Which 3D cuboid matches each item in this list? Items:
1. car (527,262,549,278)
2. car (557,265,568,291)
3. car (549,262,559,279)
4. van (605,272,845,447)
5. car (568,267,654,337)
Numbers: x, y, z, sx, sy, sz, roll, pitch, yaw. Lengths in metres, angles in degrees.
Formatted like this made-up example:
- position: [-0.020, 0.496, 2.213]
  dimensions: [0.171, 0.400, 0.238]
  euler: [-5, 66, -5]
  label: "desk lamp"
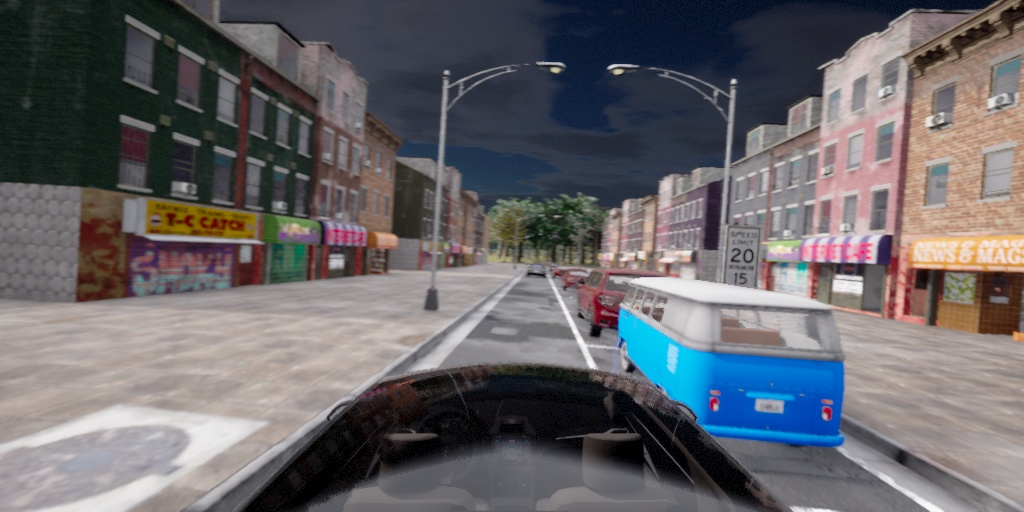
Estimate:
- position: [2.607, 1.495, 37.722]
  dimensions: [1.994, 1.385, 4.181]
  euler: [4, 0, 5]
  label: "car"
- position: [4.252, 1.564, 23.884]
  dimensions: [1.812, 1.442, 4.674]
  euler: [4, 0, 4]
  label: "car"
- position: [5.150, 1.655, 37.776]
  dimensions: [1.888, 1.381, 4.507]
  euler: [0, 0, 4]
  label: "car"
- position: [2.681, 1.271, 5.433]
  dimensions: [1.690, 1.789, 3.998]
  euler: [0, 0, 4]
  label: "van"
- position: [3.092, 1.272, 10.823]
  dimensions: [2.192, 1.841, 5.009]
  euler: [0, 0, 4]
  label: "car"
